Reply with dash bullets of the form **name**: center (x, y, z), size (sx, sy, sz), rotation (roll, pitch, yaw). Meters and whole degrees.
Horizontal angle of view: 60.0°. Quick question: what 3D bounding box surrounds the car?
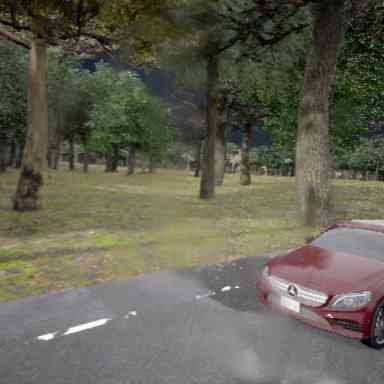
- **car**: center (3.192, 1.265, 5.958), size (4.674, 1.442, 1.812), rotation (0, 5, -38)
